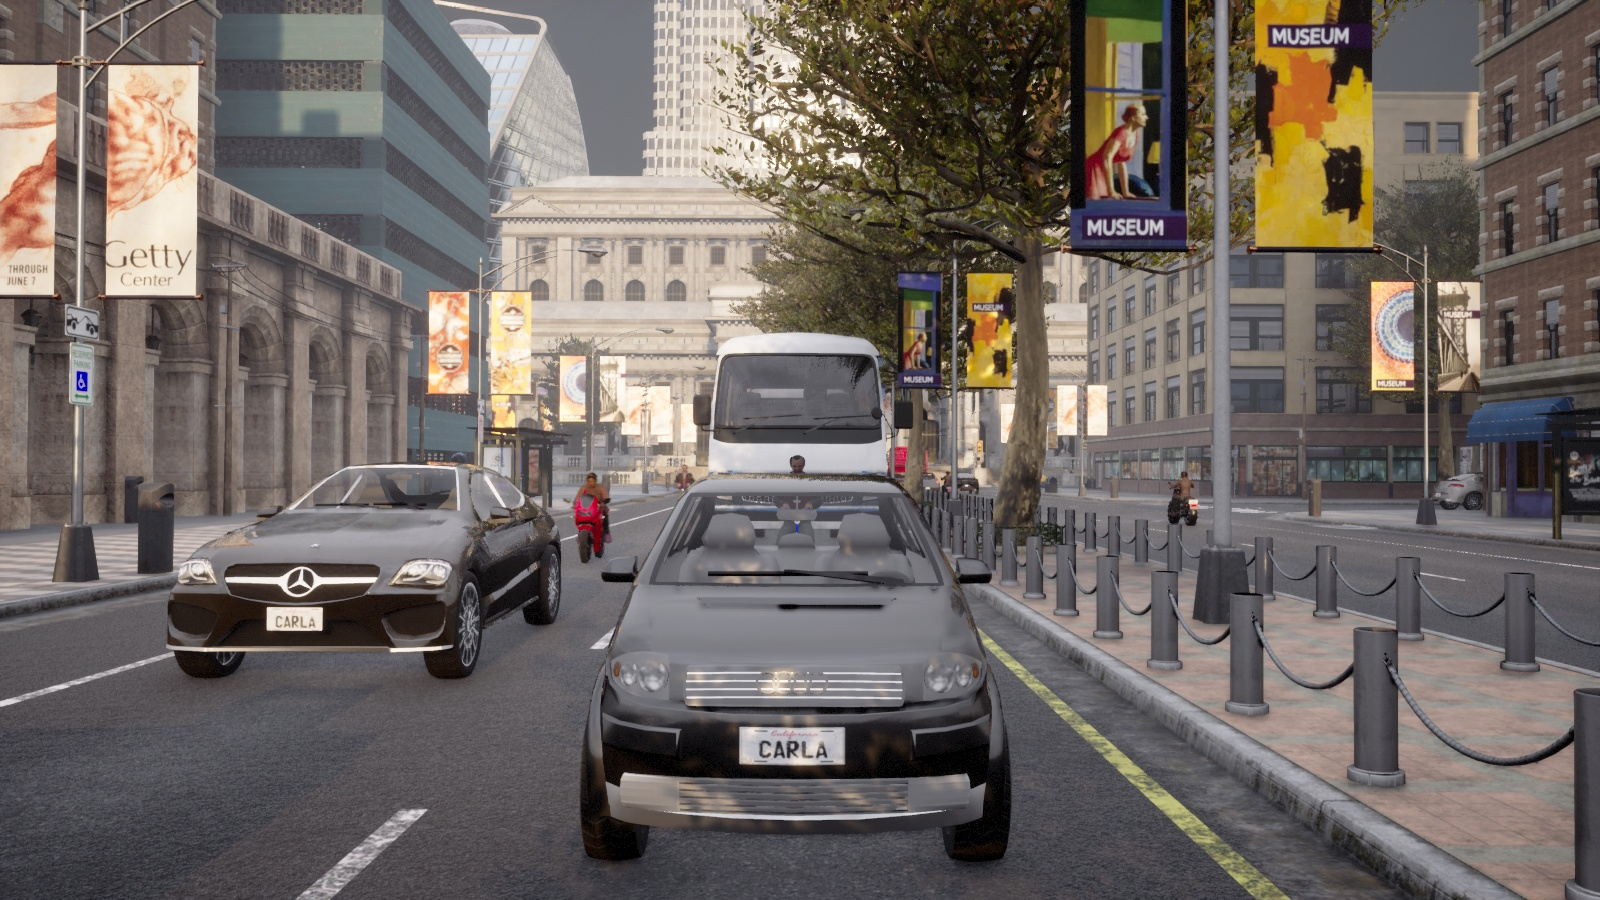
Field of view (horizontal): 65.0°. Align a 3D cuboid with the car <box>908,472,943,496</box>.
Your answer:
[{"bbox_3d":[7.865,2.123,79.165,1.845,1.501,3.633,0,-1,0],"label":"car"}]

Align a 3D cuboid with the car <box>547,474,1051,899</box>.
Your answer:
[{"bbox_3d":[-0.010,0.899,6.324,1.789,1.549,3.705,0,-1,0],"label":"car"}]

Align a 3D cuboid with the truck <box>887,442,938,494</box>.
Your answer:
[{"bbox_3d":[7.820,1.282,88.391,2.891,3.462,7.936,0,-1,0],"label":"truck"}]

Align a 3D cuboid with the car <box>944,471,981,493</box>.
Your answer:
[{"bbox_3d":[11.302,2.213,87.519,1.882,1.535,5.008,0,-1,0],"label":"car"}]

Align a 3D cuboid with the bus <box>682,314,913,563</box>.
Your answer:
[{"bbox_3d":[-0.050,-0.115,26.671,3.944,4.253,10.273,0,-1,0],"label":"bus"}]

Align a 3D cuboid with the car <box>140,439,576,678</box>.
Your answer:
[{"bbox_3d":[-3.521,0.796,11.253,2.152,1.651,5.027,0,-1,0],"label":"car"}]

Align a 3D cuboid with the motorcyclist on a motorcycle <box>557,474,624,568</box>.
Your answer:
[{"bbox_3d":[-3.536,1.169,21.373,0.797,1.523,2.044,0,-1,0],"label":"motorcyclist on a motorcycle"}]

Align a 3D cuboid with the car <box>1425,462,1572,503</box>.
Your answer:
[{"bbox_3d":[29.563,1.367,53.286,5.027,1.651,2.152,0,-1,-1],"label":"car"}]

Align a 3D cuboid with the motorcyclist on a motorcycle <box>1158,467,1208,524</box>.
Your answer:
[{"bbox_3d":[11.436,1.348,37.550,0.766,1.649,2.350,0,-1,0],"label":"motorcyclist on a motorcycle"}]
